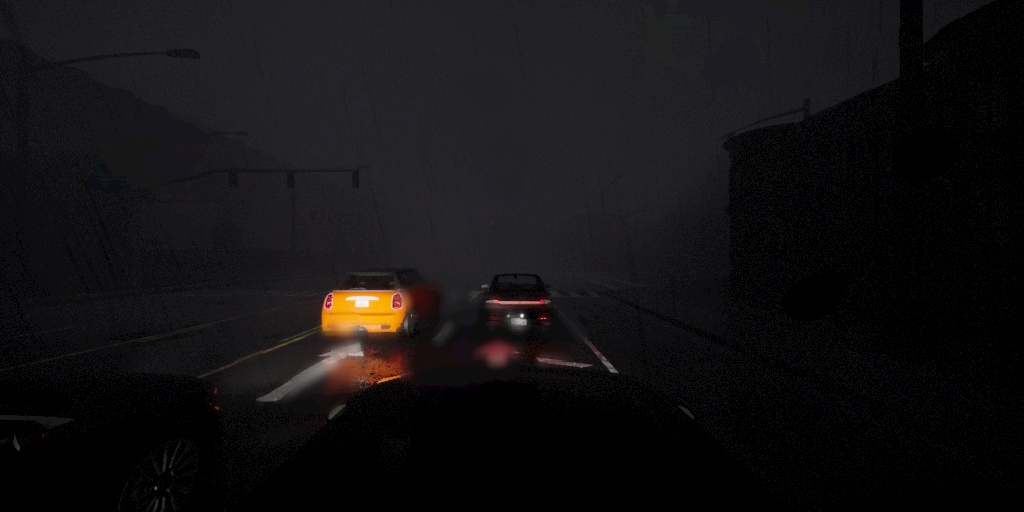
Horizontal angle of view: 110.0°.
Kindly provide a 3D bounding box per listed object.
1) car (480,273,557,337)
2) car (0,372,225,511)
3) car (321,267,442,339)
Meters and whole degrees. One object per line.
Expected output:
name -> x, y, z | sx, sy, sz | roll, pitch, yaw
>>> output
car -> 0.115, 1.242, 10.292 | 2.128, 1.511, 4.902 | 0, 0, -1
car -> -3.400, 1.242, 1.101 | 2.128, 1.511, 4.902 | 0, 0, 0
car -> -3.394, 1.102, 10.250 | 2.097, 1.767, 4.553 | 0, 0, 0
